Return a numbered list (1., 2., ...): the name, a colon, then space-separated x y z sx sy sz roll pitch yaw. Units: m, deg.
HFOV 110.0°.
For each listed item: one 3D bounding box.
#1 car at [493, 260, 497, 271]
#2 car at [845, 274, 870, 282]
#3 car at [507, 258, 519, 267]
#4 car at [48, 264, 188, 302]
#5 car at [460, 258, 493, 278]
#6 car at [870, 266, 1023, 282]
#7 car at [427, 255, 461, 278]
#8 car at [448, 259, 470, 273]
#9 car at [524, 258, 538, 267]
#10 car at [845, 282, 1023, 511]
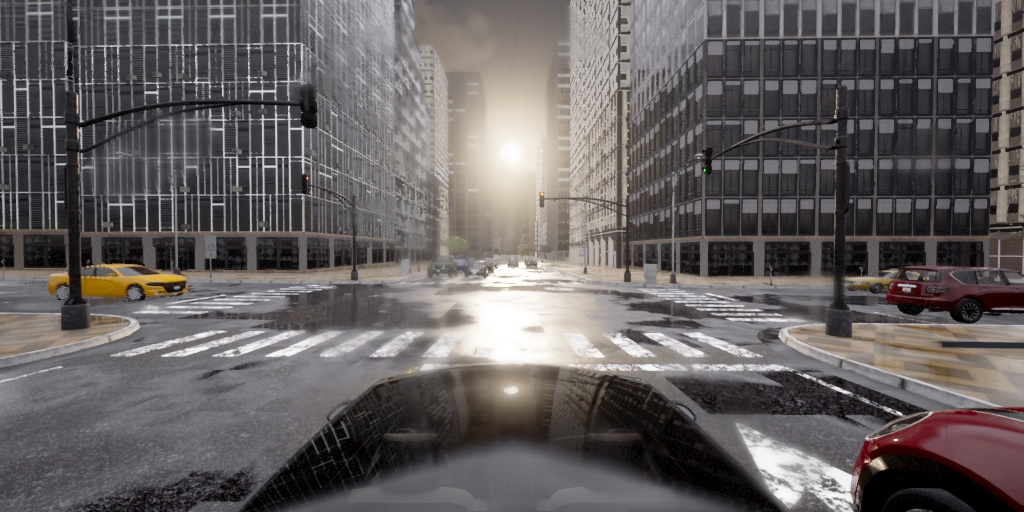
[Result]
1. car: -3.209 1.326 43.981 1.895 1.301 4.718 0 0 0
2. car: 21.865 1.410 20.803 4.829 1.417 1.751 0 0 1
3. car: 0.209 1.269 63.377 1.994 1.385 4.181 0 0 0
4. car: -17.163 1.106 15.764 5.008 1.535 1.882 0 1 2
5. car: -3.240 1.225 33.957 2.128 1.511 4.902 0 0 1
6. car: 16.226 1.282 12.538 5.009 1.841 2.192 0 0 1
7. car: -6.482 0.955 34.199 2.150 2.045 5.566 0 0 0
8. car: -6.457 1.203 44.164 1.882 1.535 5.008 0 0 0
9. car: 3.459 1.306 63.395 1.895 1.301 4.718 0 0 0
10. car: 3.253 1.102 0.425 2.097 1.767 4.553 0 0 0
